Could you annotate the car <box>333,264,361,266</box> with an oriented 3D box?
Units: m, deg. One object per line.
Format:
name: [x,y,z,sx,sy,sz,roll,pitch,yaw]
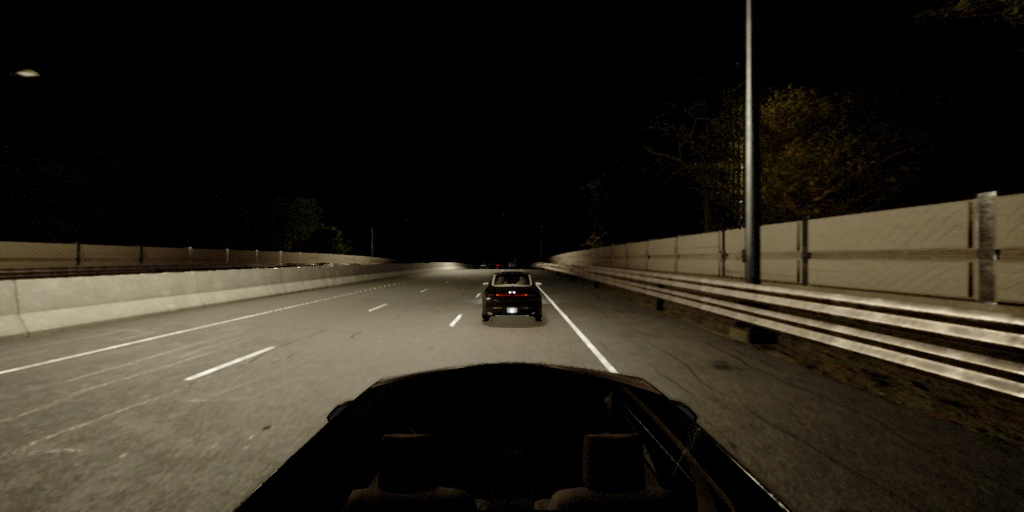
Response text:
car: [-17.501,1.568,39.735,1.994,1.385,4.181,0,-1,0]

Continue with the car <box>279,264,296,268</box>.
car: [-24.496,1.554,40.042,2.033,1.411,5.357,0,-1,0]

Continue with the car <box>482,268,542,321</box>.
car: [0.002,1.313,12.560,1.837,1.490,4.892,0,-1,0]

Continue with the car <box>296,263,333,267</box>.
car: [-20.999,1.494,39.570,2.128,1.511,4.902,0,-1,0]
